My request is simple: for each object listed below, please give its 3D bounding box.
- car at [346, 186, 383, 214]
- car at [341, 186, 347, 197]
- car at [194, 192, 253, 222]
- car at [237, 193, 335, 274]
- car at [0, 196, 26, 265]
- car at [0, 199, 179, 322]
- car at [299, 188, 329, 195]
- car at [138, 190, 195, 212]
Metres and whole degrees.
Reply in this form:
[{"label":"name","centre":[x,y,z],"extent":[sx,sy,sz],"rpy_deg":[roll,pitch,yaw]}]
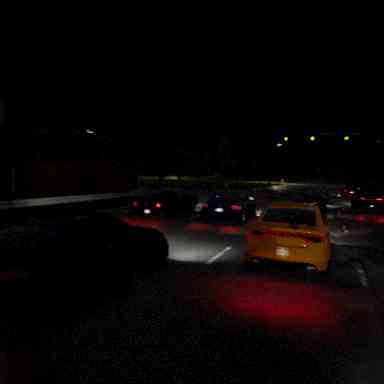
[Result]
[{"label":"car","centre":[12.115,0.565,22.942],"extent":[2.128,1.511,4.902],"rpy_deg":[3,4,22]},{"label":"car","centre":[18.755,-0.073,39.342],"extent":[1.994,1.385,4.181],"rpy_deg":[3,4,22]},{"label":"car","centre":[1.952,0.680,16.428],"extent":[1.994,1.385,4.181],"rpy_deg":[3,3,22]},{"label":"car","centre":[2.856,1.020,9.334],"extent":[1.882,1.535,5.008],"rpy_deg":[3,4,22]},{"label":"car","centre":[-5.933,0.916,6.249],"extent":[1.882,1.535,5.008],"rpy_deg":[3,3,22]},{"label":"car","centre":[-2.109,1.077,6.390],"extent":[1.812,1.442,4.674],"rpy_deg":[3,3,22]},{"label":"car","centre":[8.436,0.469,23.154],"extent":[1.812,1.442,4.674],"rpy_deg":[3,4,22]},{"label":"car","centre":[-1.270,0.538,17.792],"extent":[1.895,1.301,4.718],"rpy_deg":[3,3,22]}]
